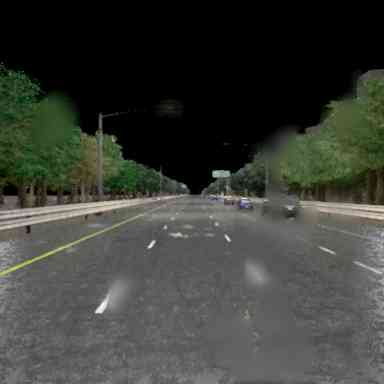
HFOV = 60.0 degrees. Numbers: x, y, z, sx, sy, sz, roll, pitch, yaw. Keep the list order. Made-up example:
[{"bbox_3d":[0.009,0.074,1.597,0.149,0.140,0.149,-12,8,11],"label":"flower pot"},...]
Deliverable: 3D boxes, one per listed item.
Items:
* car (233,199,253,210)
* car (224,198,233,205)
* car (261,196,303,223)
[{"bbox_3d":[7.099,1.721,45.191,1.812,1.442,4.674,0,0,0],"label":"car"},{"bbox_3d":[7.211,1.835,64.725,1.812,1.442,4.674,0,0,0],"label":"car"},{"bbox_3d":[7.030,1.305,26.456,2.150,2.045,5.566,0,0,0],"label":"car"}]
